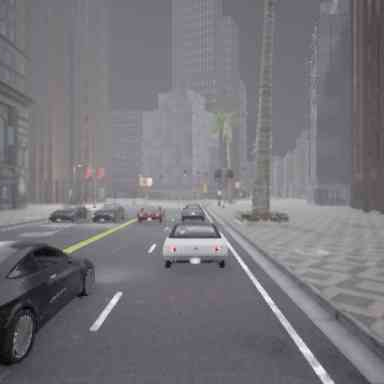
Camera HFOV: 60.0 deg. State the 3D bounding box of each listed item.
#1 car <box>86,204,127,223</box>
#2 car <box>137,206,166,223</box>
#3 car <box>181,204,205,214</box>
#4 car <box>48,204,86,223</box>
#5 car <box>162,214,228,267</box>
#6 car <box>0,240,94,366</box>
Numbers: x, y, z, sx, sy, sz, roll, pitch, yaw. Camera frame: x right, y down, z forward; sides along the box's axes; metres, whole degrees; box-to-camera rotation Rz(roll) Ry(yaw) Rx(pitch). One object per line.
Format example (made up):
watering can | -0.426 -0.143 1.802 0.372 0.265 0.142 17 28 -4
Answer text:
car | -6.609 1.696 27.137 2.033 1.411 5.357 0 0 0
car | -3.157 1.747 26.884 1.895 1.301 4.718 0 0 0
car | 0.093 1.722 28.935 1.994 1.385 4.181 0 0 0
car | -9.860 1.697 27.312 2.033 1.411 5.357 0 0 0
car | 0.098 1.662 11.577 1.895 1.301 4.718 0 0 0
car | -3.141 1.555 5.719 1.812 1.442 4.674 0 0 0
